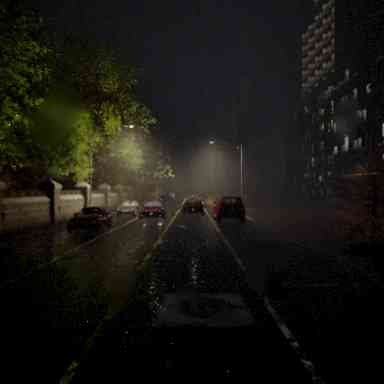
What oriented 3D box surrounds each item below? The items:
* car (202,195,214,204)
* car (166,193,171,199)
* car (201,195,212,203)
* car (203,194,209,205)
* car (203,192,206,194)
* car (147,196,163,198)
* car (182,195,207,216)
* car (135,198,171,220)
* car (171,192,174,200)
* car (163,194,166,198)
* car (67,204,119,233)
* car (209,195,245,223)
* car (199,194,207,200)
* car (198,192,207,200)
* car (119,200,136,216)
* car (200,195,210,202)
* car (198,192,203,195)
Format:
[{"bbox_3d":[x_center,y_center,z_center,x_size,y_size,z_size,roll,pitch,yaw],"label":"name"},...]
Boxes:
[{"bbox_3d":[2.709,1.318,58.434,1.887,1.381,4.507,0,0,0],"label":"car"},{"bbox_3d":[-5.670,1.339,64.070,1.802,1.307,4.206,0,0,0],"label":"car"},{"bbox_3d":[2.711,1.324,64.066,1.947,1.339,4.313,0,0,0],"label":"car"},{"bbox_3d":[2.705,1.335,47.342,1.752,1.417,4.829,0,0,0],"label":"car"},{"bbox_3d":[2.707,1.230,52.803,1.967,1.590,4.097,0,0,0],"label":"car"},{"bbox_3d":[-5.675,1.250,47.174,1.967,1.590,4.097,0,0,0],"label":"car"},{"bbox_3d":[0.099,1.350,31.404,1.882,1.535,5.008,0,0,0],"label":"car"},{"bbox_3d":[-3.092,1.454,27.086,1.994,1.385,4.181,0,0,0],"label":"car"},{"bbox_3d":[-5.666,1.293,75.335,1.947,1.339,4.313,0,0,0],"label":"car"},{"bbox_3d":[-5.673,1.341,52.805,2.008,1.369,4.403,0,0,0],"label":"car"},{"bbox_3d":[-5.685,1.504,19.013,1.802,1.307,4.206,0,0,0],"label":"car"},{"bbox_3d":[2.698,1.215,24.641,2.192,1.841,5.009,0,0,0],"label":"car"},{"bbox_3d":[2.717,1.237,81.133,1.752,1.417,4.829,0,0,0],"label":"car"},{"bbox_3d":[2.718,1.012,86.596,2.192,1.841,5.009,0,0,0],"label":"car"},{"bbox_3d":[-5.681,1.428,30.278,2.008,1.369,4.403,0,0,0],"label":"car"},{"bbox_3d":[2.712,1.287,69.699,1.887,1.381,4.507,0,0,0],"label":"car"},{"bbox_3d":[0.067,1.177,42.985,2.097,1.767,4.553,0,0,1],"label":"car"}]
